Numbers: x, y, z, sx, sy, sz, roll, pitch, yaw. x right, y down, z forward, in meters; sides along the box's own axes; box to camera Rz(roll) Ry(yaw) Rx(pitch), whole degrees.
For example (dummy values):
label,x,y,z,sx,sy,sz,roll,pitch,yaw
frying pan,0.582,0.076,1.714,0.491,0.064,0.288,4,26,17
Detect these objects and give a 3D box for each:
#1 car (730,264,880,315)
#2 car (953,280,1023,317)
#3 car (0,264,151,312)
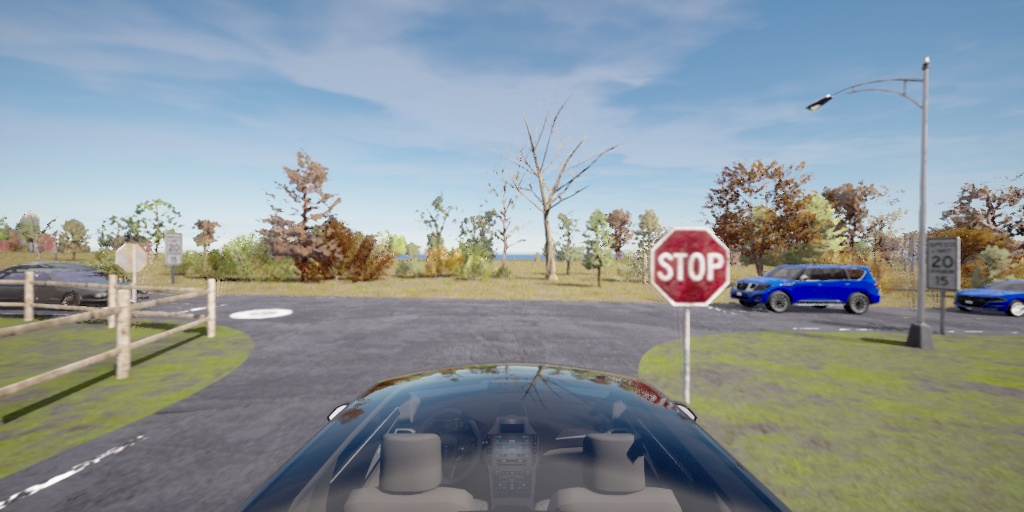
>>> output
label,x,y,z,sx,sy,sz,roll,pitch,yaw
car,12.803,1.374,15.840,5.566,2.045,2.150,1,0,0
car,22.663,1.805,15.801,5.008,1.535,1.882,1,0,0
car,-16.489,1.167,12.976,5.357,1.411,2.033,1,0,0
